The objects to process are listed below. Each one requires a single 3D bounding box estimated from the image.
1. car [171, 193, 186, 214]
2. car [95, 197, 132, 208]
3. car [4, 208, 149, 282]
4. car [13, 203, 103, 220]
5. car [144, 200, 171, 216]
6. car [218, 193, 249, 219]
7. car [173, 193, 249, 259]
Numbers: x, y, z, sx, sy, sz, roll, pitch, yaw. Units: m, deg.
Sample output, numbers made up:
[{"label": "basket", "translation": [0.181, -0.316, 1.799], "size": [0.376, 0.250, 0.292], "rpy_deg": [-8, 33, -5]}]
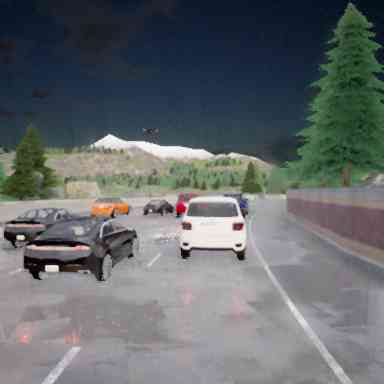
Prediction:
[{"label": "car", "translation": [0.148, 1.141, 29.426], "size": [2.150, 2.045, 5.566], "rpy_deg": [0, 0, 13]}, {"label": "car", "translation": [-6.996, 1.248, 29.335], "size": [2.097, 1.767, 4.553], "rpy_deg": [0, 0, 12]}, {"label": "car", "translation": [-2.898, 1.455, 9.705], "size": [2.128, 1.511, 4.902], "rpy_deg": [0, 0, 4]}, {"label": "car", "translation": [-5.949, 1.432, 14.450], "size": [2.128, 1.511, 4.902], "rpy_deg": [0, 0, 6]}, {"label": "car", "translation": [-3.061, 1.430, 30.959], "size": [1.812, 1.442, 4.674], "rpy_deg": [0, 0, 13]}, {"label": "car", "translation": [3.828, 1.152, 29.796], "size": [2.150, 2.045, 5.566], "rpy_deg": [0, 0, 14]}, {"label": "car", "translation": [0.866, 1.189, 12.621], "size": [2.150, 2.045, 5.566], "rpy_deg": [0, 0, 6]}]
